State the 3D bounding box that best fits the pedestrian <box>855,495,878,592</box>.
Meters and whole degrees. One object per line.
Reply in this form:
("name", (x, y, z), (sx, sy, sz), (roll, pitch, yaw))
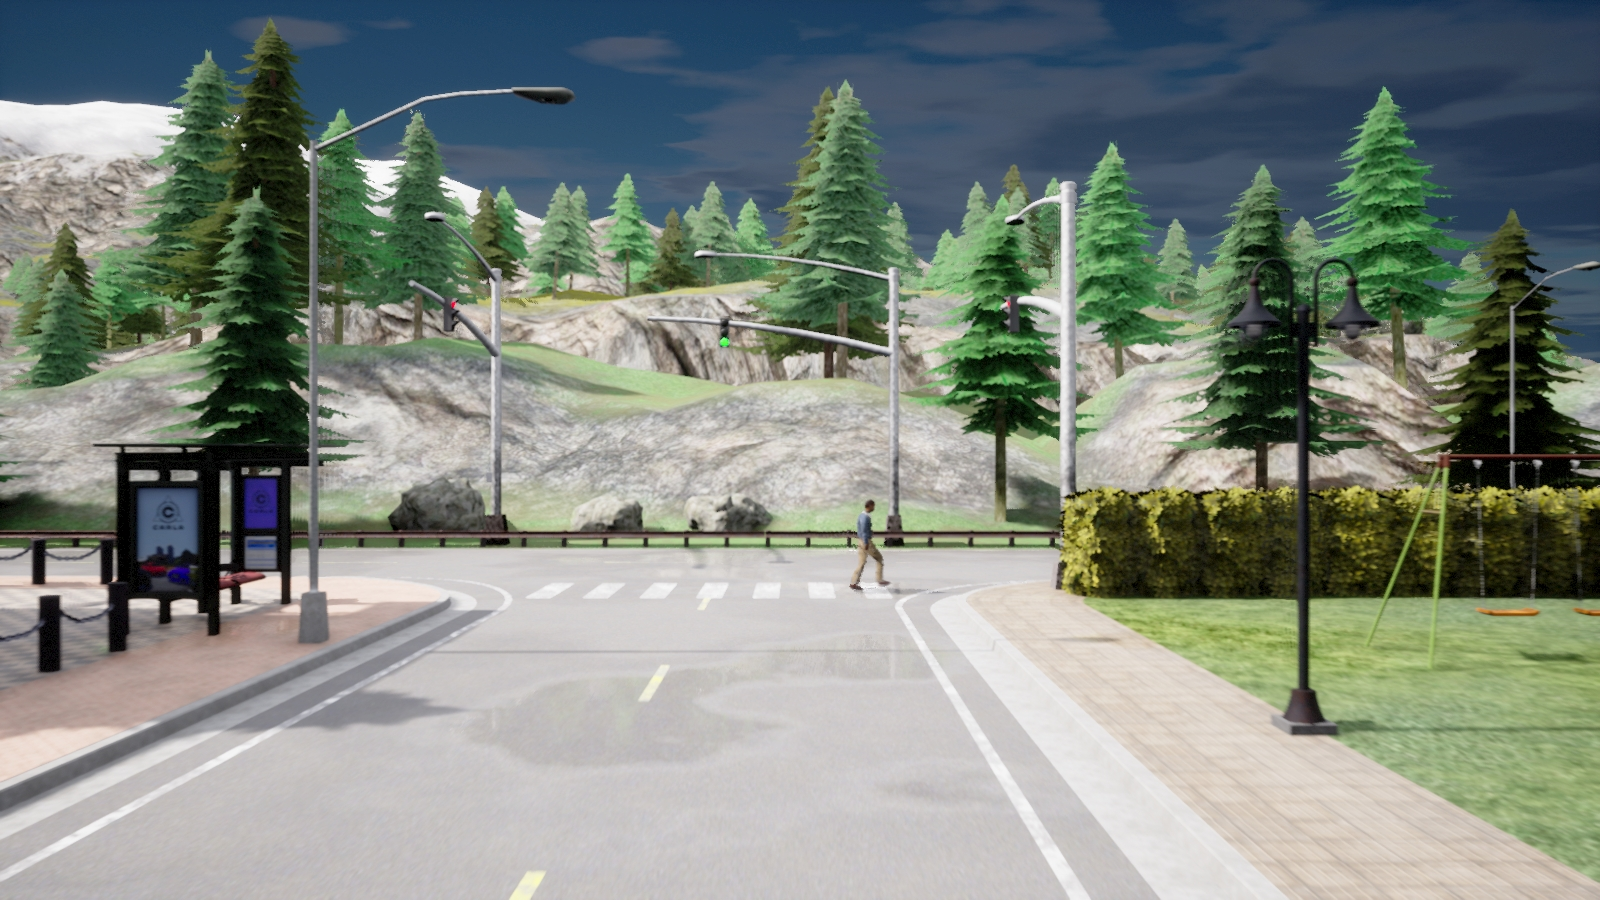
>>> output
("pedestrian", (1.308, 1.830, 22.463), (0.375, 1.860, 0.375), (0, 0, -8))
